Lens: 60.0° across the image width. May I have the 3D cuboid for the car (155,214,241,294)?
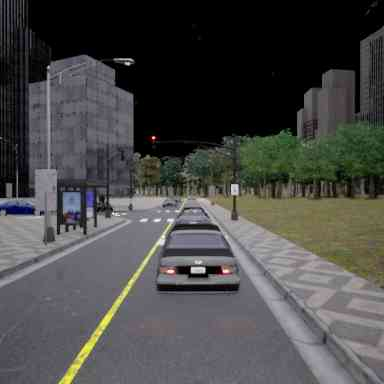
[{"bbox_3d":[0.095,1.554,8.918,2.033,1.411,5.357,0,0,-1],"label":"car"}]

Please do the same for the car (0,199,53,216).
[{"bbox_3d":[-15.655,1.458,31.161,5.008,1.535,1.882,0,0,0],"label":"car"}]

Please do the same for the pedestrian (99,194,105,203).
[{"bbox_3d":[-10.104,1.089,37.265,0.375,1.860,0.375,0,0,1],"label":"pedestrian"}]

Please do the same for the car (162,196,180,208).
[{"bbox_3d":[-3.124,1.564,47.412,1.994,1.385,4.181,0,0,0],"label":"car"}]

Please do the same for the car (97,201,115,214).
[{"bbox_3d":[-10.486,1.570,34.205,4.718,1.301,1.895,0,1,-4],"label":"car"}]

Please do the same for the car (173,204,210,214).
[{"bbox_3d":[0.073,1.574,19.196,1.994,1.385,4.181,0,0,0],"label":"car"}]

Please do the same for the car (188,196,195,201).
[{"bbox_3d":[-0.144,1.559,86.394,1.895,1.301,4.718,0,0,0],"label":"car"}]
